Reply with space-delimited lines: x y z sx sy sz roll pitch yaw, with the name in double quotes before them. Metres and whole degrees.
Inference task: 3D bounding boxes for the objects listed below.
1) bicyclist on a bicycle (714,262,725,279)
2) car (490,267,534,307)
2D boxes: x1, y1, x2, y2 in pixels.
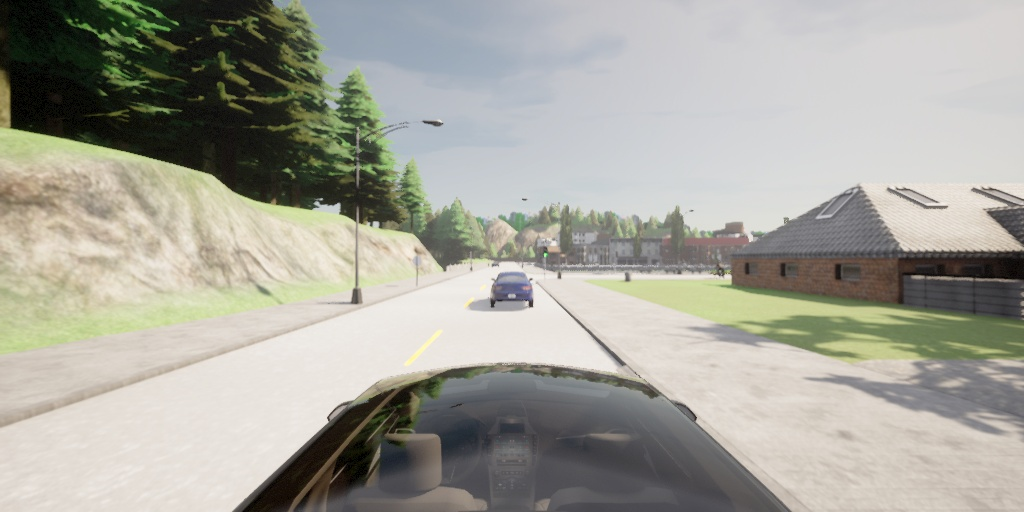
"bicyclist on a bicycle" 20.181 1.413 34.923 0.582 1.620 1.656 0 -1 0
"car" 0.005 1.413 16.246 1.812 1.442 4.674 0 0 0
